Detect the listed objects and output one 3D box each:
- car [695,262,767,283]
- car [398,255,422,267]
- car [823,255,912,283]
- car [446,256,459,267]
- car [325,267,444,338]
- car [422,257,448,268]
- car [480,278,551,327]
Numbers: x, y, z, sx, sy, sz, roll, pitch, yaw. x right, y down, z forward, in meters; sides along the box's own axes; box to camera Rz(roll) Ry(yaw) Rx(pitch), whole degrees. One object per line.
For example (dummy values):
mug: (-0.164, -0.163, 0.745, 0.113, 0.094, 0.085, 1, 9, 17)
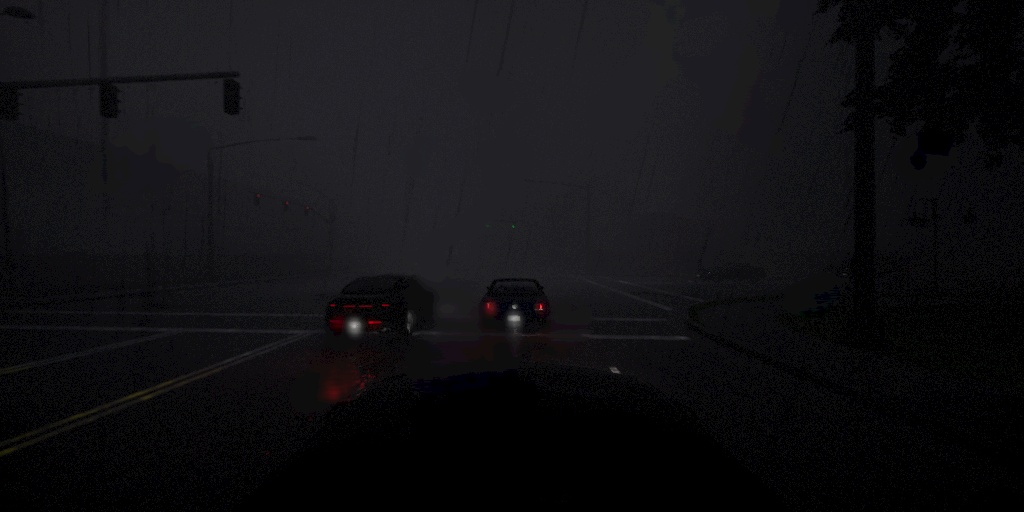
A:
car: (16.573, 1.235, 27.255, 4.902, 1.511, 2.128, 0, 0, -1)
car: (-14.076, 0.826, 49.810, 2.150, 2.045, 5.566, 0, 1, 0)
car: (27.211, 0.964, 27.526, 5.566, 2.045, 2.150, 0, 0, -1)
car: (-10.528, 0.968, 58.969, 1.882, 1.535, 5.008, 0, 1, 0)
car: (-3.405, 1.254, 10.218, 1.837, 1.490, 4.892, 0, 0, 0)
car: (-10.578, 1.206, 49.569, 1.895, 1.301, 4.718, 0, 1, 0)
car: (0.100, 1.348, 11.517, 1.895, 1.301, 4.718, 0, 0, 0)
